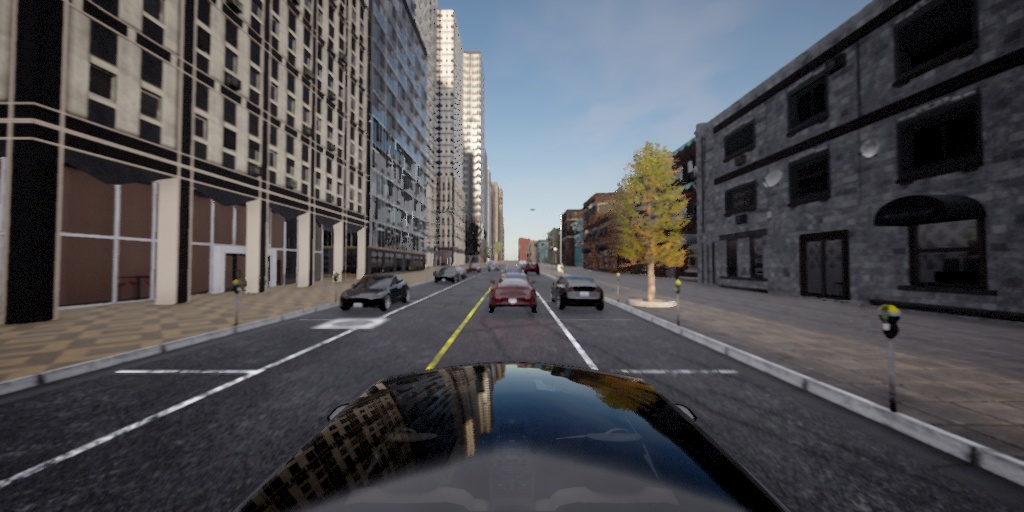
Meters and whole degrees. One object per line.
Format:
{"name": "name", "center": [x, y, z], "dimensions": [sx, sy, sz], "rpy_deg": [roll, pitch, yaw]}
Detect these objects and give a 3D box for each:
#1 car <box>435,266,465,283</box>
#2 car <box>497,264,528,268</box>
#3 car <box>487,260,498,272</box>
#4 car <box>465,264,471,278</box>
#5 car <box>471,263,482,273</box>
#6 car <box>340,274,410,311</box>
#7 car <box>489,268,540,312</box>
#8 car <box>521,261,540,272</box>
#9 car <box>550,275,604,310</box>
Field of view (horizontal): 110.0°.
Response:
{"name": "car", "center": [-5.692, 1.651, 32.048], "dimensions": [1.948, 1.339, 4.313], "rpy_deg": [0, 0, 0]}
{"name": "car", "center": [0.045, 1.622, 29.384], "dimensions": [1.994, 1.385, 4.181], "rpy_deg": [0, 0, 1]}
{"name": "car", "center": [-3.062, 1.869, 59.441], "dimensions": [2.128, 1.511, 4.902], "rpy_deg": [0, -1, 0]}
{"name": "car", "center": [-5.692, 1.728, 37.593], "dimensions": [1.802, 1.307, 4.207], "rpy_deg": [0, 0, 0]}
{"name": "car", "center": [-5.693, 1.763, 54.230], "dimensions": [1.967, 1.591, 4.097], "rpy_deg": [0, 0, 0]}
{"name": "car", "center": [-5.690, 1.470, 15.411], "dimensions": [1.948, 1.339, 4.313], "rpy_deg": [0, 0, 0]}
{"name": "car", "center": [0.049, 1.424, 14.902], "dimensions": [1.812, 1.442, 4.674], "rpy_deg": [0, 0, 0]}
{"name": "car", "center": [2.688, 1.580, 48.689], "dimensions": [2.192, 1.841, 5.009], "rpy_deg": [0, 0, 0]}
{"name": "car", "center": [2.691, 1.470, 15.414], "dimensions": [1.948, 1.339, 4.313], "rpy_deg": [0, 0, 0]}
